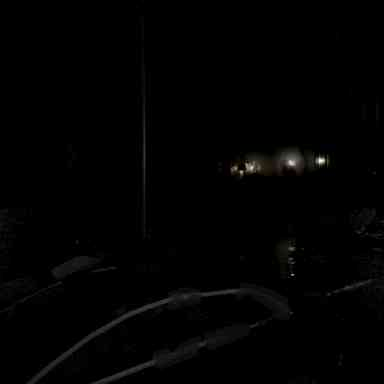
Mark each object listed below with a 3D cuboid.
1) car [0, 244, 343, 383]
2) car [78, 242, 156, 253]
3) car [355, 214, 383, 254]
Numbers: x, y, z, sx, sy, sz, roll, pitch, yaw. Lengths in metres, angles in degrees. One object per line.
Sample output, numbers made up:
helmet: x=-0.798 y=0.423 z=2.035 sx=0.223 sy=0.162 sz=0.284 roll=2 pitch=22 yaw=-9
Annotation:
car: x=-0.690 y=1.488 z=2.932 sx=4.902 sy=1.511 sz=2.128 roll=0 pitch=0 yaw=-34
car: x=-1.416 y=1.572 z=5.634 sx=4.206 sy=1.307 sz=1.802 roll=0 pitch=1 yaw=-35
car: x=7.775 y=1.368 z=12.188 sx=4.097 sy=1.590 sz=1.967 roll=0 pitch=1 yaw=-35
